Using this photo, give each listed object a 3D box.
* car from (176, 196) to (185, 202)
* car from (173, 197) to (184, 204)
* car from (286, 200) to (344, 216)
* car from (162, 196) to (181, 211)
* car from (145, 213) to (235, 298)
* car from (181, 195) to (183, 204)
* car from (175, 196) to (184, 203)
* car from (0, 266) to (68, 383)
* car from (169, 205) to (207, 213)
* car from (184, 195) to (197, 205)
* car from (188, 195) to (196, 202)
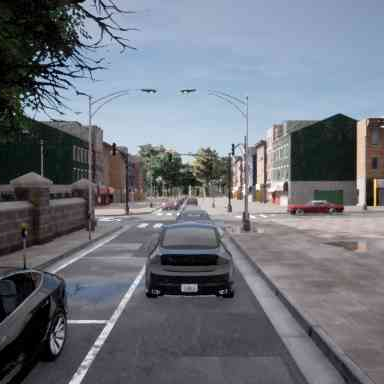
[{"bbox_3d":[-2.746,1.693,79.558,1.947,1.339,4.313,-1,0,0],"label":"car"},{"bbox_3d":[-2.733,1.650,68.688,2.008,1.369,4.403,-1,0,0],"label":"car"},{"bbox_3d":[10.920,1.429,29.802,4.718,1.301,1.895,-1,1,0],"label":"car"},{"bbox_3d":[-2.699,1.479,41.515,1.967,1.590,4.097,-1,0,0],"label":"car"},{"bbox_3d":[-0.033,1.505,8.491,1.837,1.490,4.892,0,0,0],"label":"car"},{"bbox_3d":[-2.706,1.489,46.949,1.967,1.590,4.097,-1,0,0],"label":"car"},{"bbox_3d":[-2.739,1.658,74.123,1.887,1.381,4.507,-1,0,0],"label":"car"},{"bbox_3d":[-2.648,1.565,3.195,1.947,1.339,4.313,-1,0,0],"label":"car"},{"bbox_3d":[0.079,1.553,15.936,2.033,1.411,5.357,0,0,0],"label":"car"},{"bbox_3d":[0.024,1.571,60.741,2.128,1.511,4.902,0,0,0],"label":"car"},{"bbox_3d":[-0.103,1.612,82.093,1.882,1.535,5.008,0,0,0],"label":"car"}]
